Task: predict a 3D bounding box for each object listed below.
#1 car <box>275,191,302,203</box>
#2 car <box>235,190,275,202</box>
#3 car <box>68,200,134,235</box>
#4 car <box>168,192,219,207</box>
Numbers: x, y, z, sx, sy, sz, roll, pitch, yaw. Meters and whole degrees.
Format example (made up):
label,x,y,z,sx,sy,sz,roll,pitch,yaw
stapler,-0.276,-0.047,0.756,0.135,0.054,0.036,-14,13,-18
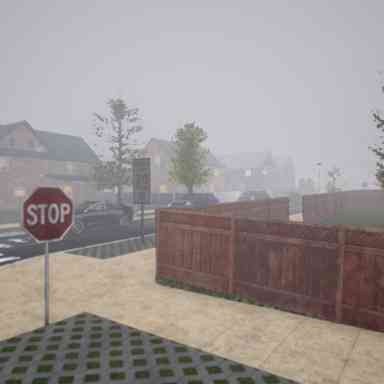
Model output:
label,x,y,z,sx,sy,sz,roll,pitch,yaw
car,11.709,0.561,40.485,2.033,1.411,5.357,-1,1,36
car,6.022,0.595,32.625,2.097,1.767,4.553,-1,1,36
car,-5.154,1.193,17.084,2.128,1.511,4.902,-1,1,36
car,0.181,0.834,24.510,2.097,1.767,4.553,-1,1,36
